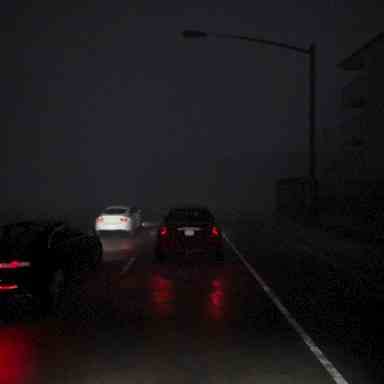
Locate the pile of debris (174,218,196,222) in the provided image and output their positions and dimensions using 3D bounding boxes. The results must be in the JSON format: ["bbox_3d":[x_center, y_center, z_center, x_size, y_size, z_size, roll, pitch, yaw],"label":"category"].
[{"bbox_3d":[-0.490,1.962,23.343,1.500,0.140,1.860,0,1,-2],"label":"pile of debris"}]

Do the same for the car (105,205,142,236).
[{"bbox_3d":[-3.711,1.375,17.335,1.812,1.442,4.674,0,1,-2],"label":"car"}]

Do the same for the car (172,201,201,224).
[{"bbox_3d":[-0.417,1.383,23.946,1.895,1.301,4.718,0,0,-1],"label":"car"}]

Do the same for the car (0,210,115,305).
[{"bbox_3d":[-3.531,1.425,7.883,2.128,1.511,4.902,0,0,0],"label":"car"}]

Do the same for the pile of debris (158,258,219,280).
[{"bbox_3d":[-0.104,2.091,9.128,1.500,0.140,1.860,0,1,-1],"label":"pile of debris"}]

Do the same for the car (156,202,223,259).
[{"bbox_3d":[-0.108,1.239,12.194,2.097,1.767,4.553,0,0,-1],"label":"car"}]
